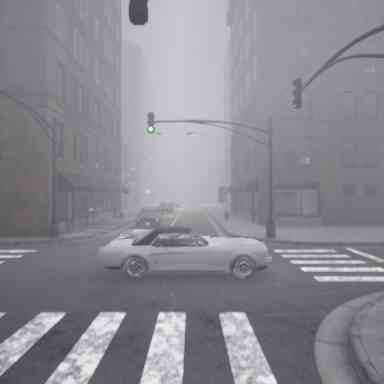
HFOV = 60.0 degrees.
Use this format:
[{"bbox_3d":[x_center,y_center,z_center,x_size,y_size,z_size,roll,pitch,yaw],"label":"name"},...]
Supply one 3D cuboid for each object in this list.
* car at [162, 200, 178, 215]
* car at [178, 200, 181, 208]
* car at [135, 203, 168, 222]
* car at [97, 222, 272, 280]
[{"bbox_3d":[-3.091,1.952,40.493,2.033,1.411,5.357,0,-1,0],"label":"car"},{"bbox_3d":[-2.988,2.148,59.393,2.033,1.411,5.357,0,-1,0],"label":"car"},{"bbox_3d":[-3.129,1.799,25.169,2.033,1.411,5.357,0,-1,-3],"label":"car"},{"bbox_3d":[-0.160,1.694,9.687,4.718,1.301,1.895,0,-1,0],"label":"car"}]
